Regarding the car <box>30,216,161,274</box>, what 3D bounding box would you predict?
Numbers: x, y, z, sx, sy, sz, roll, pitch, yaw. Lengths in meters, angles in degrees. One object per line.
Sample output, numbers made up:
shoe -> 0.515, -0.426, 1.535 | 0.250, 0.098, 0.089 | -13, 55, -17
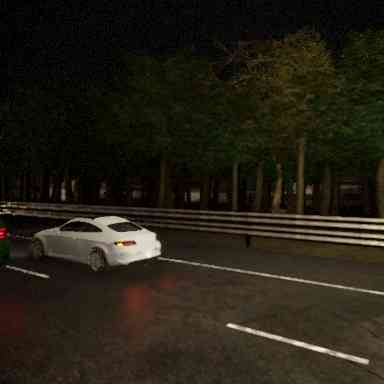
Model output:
car -> -3.074, 1.463, 10.328 | 4.674, 1.442, 1.812 | 1, 0, 34

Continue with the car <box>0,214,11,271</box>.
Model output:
car -> -7.084, 1.144, 8.834 | 5.566, 2.045, 2.150 | 0, 0, 34
